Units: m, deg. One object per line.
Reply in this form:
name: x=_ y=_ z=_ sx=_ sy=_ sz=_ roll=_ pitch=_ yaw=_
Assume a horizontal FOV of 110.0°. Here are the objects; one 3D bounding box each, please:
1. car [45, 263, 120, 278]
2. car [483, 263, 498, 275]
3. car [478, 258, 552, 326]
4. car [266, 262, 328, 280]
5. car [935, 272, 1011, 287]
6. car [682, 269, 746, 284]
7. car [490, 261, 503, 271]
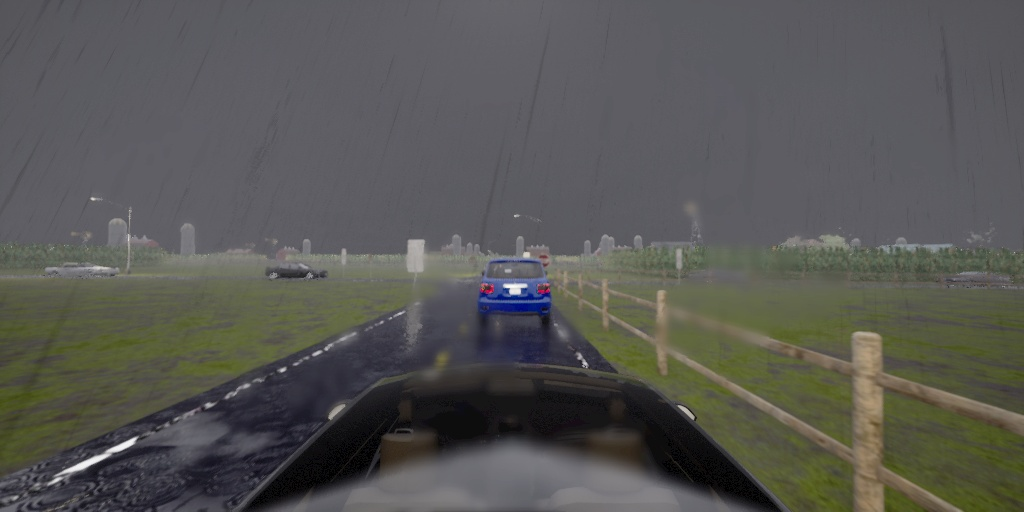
car: x=-37.873 y=1.267 z=31.743 sx=4.718 sy=1.301 sz=1.895 roll=1 pitch=-1 yaw=0
car: x=-2.869 y=1.756 z=48.999 sx=1.837 sy=1.490 sz=4.892 roll=0 pitch=0 yaw=0
car: x=0.092 y=1.089 z=12.389 sx=2.150 sy=2.045 sz=5.566 roll=0 pitch=-1 yaw=0
car: x=-18.913 y=1.339 z=31.678 sx=5.008 sy=1.535 sz=1.882 roll=1 pitch=-1 yaw=0
car: x=44.158 y=2.216 z=34.379 sx=5.357 sy=1.411 sz=2.033 roll=1 pitch=-1 yaw=1
car: x=19.395 y=1.915 z=34.510 sx=5.357 sy=1.411 sz=2.033 roll=1 pitch=-1 yaw=0
car: x=-2.817 y=1.757 z=64.789 sx=2.097 sy=1.767 sz=4.553 roll=0 pitch=0 yaw=0
